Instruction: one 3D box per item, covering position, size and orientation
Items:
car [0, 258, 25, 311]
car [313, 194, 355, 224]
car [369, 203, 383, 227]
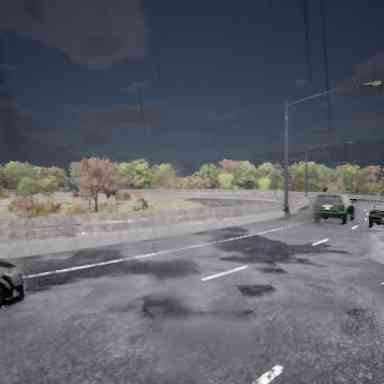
[{"bbox_3d":[-5.129,1.544,5.499,4.181,1.385,1.994,0,0,-44],"label":"car"},{"bbox_3d":[10.496,1.163,24.408,2.150,2.045,5.566,0,0,33],"label":"car"},{"bbox_3d":[12.626,1.430,21.344,1.882,1.535,5.008,0,0,34],"label":"car"}]
